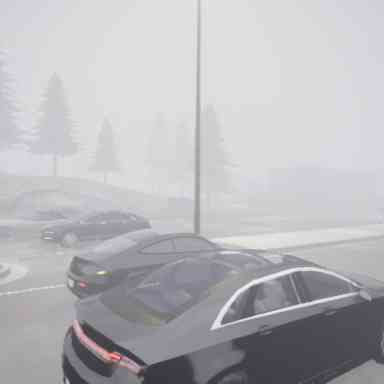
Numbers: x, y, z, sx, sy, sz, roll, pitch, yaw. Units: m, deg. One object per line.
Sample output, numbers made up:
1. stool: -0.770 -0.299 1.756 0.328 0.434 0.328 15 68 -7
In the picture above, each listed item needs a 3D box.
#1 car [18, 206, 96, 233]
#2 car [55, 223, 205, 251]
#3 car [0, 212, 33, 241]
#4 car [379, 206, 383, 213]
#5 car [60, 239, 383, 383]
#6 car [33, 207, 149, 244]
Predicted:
1. car: -8.370 1.609 20.689 4.181 1.385 1.994 1 0 -34
2. car: -0.408 1.567 7.609 4.674 1.442 1.812 1 0 -35
3. car: -7.845 1.628 16.832 4.718 1.301 1.895 1 0 -33
4. car: 26.974 2.132 44.492 4.718 1.301 1.895 1 0 -34
5. car: 0.939 1.525 4.279 4.902 1.511 2.128 1 0 -35
6. car: -4.231 1.555 15.031 4.892 1.490 1.837 1 0 -34
